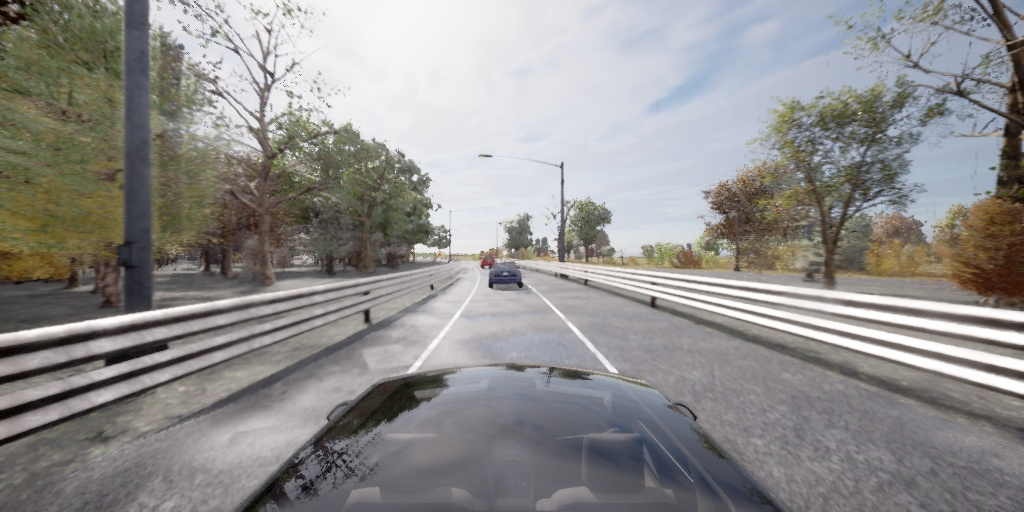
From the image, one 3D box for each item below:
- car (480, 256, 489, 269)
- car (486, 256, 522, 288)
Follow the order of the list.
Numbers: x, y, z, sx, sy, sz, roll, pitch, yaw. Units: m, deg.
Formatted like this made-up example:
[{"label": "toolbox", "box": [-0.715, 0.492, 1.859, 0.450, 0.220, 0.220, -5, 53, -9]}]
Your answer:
[{"label": "car", "box": [-3.915, 0.960, 57.190, 2.150, 2.045, 5.566, 0, 0, -9]}, {"label": "car", "box": [-0.532, 1.110, 24.255, 2.097, 1.767, 4.553, 0, 0, -4]}]
